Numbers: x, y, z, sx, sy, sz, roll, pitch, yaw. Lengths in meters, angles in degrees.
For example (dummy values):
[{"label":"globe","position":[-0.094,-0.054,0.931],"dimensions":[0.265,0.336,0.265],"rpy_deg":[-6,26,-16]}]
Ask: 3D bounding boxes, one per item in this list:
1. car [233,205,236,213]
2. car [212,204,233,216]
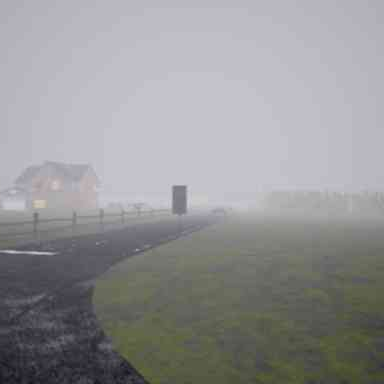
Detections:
[{"label":"car","position":[6.369,2.828,56.971],"dimensions":[1.882,1.535,5.008],"rpy_deg":[0,-2,13]},{"label":"car","position":[4.029,2.582,46.991],"dimensions":[2.128,1.511,4.902],"rpy_deg":[0,-1,14]}]
